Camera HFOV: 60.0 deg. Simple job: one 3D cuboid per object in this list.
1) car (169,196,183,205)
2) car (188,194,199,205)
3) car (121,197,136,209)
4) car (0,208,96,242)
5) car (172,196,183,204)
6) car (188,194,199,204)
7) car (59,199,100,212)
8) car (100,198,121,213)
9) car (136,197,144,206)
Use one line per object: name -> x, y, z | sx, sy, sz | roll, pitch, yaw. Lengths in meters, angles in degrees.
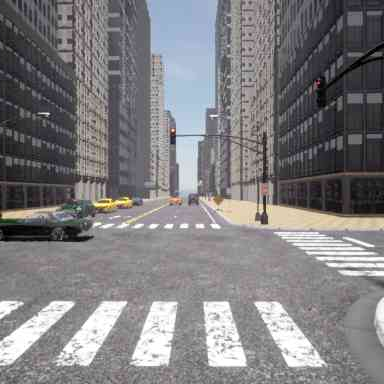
car -> -2.971, 1.452, 59.982 | 2.097, 1.767, 4.553 | 0, 0, 0
car -> 0.279, 1.606, 60.193 | 1.837, 1.490, 4.892 | 0, 0, 0
car -> -9.706, 1.539, 47.144 | 1.882, 1.535, 5.008 | 0, 0, 0
car -> -7.362, 1.604, 15.989 | 4.718, 1.301, 1.895 | 0, 0, 2
car -> -2.970, 1.634, 70.170 | 2.128, 1.511, 4.902 | 0, 0, 0
car -> 0.282, 1.361, 70.401 | 2.150, 2.045, 5.566 | 0, 0, 0
car -> -9.766, 1.374, 28.275 | 2.097, 1.767, 4.553 | 0, 0, 0
car -> -9.741, 1.516, 37.462 | 1.882, 1.535, 5.008 | 0, 0, 0
car -> -9.634, 1.640, 57.792 | 2.033, 1.411, 5.357 | 0, 0, 1
